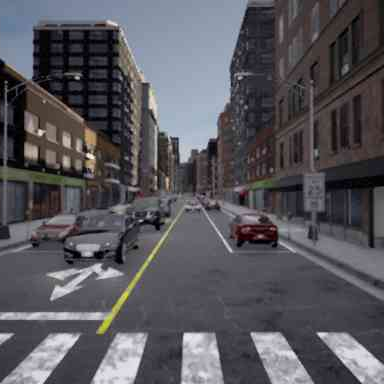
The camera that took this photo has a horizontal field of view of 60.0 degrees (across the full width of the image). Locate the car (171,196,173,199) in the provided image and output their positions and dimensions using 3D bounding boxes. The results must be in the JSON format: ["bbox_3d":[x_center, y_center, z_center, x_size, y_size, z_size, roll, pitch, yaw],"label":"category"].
[{"bbox_3d":[-5.656,1.982,71.272,1.802,1.307,4.206,1,0,0],"label":"car"}]

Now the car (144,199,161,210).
[{"bbox_3d":[-5.724,1.833,48.929,2.008,1.369,4.403,1,0,0],"label":"car"}]

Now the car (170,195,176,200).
[{"bbox_3d":[-5.636,1.743,76.859,2.192,1.841,5.009,1,0,0],"label":"car"}]

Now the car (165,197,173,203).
[{"bbox_3d":[-5.621,1.980,82.274,1.752,1.417,4.829,1,0,0],"label":"car"}]

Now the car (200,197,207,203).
[{"bbox_3d":[2.925,2.010,88.175,1.752,1.417,4.829,1,0,0],"label":"car"}]

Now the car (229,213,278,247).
[{"bbox_3d":[2.718,1.637,15.391,1.887,1.381,4.507,1,0,0],"label":"car"}]

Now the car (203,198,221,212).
[{"bbox_3d":[2.797,1.835,43.319,1.802,1.307,4.206,1,0,0],"label":"car"}]

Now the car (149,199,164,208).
[{"bbox_3d":[-5.707,1.878,54.514,1.947,1.339,4.313,1,0,0],"label":"car"}]

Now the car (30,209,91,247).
[{"bbox_3d":[-5.827,1.673,15.414,1.802,1.307,4.206,1,0,0],"label":"car"}]

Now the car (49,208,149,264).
[{"bbox_3d":[-3.057,1.564,12.199,2.128,1.511,4.902,0,0,0],"label":"car"}]

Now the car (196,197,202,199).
[{"bbox_3d":[0.146,1.865,52.161,1.994,1.385,4.181,0,0,0],"label":"car"}]

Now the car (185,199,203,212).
[{"bbox_3d":[0.118,1.848,42.187,1.895,1.301,4.718,0,0,0],"label":"car"}]

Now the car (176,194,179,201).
[{"bbox_3d":[-5.584,1.824,93.616,2.192,1.841,5.009,1,0,0],"label":"car"}]

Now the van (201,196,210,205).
[{"bbox_3d":[2.879,1.742,71.248,1.690,1.788,3.998,1,0,0],"label":"van"}]

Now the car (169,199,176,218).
[{"bbox_3d":[-2.996,1.743,33.108,2.033,1.411,5.357,0,0,0],"label":"car"}]

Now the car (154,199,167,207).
[{"bbox_3d":[-5.690,1.907,60.100,1.947,1.339,4.313,1,0,0],"label":"car"}]

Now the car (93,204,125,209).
[{"bbox_3d":[-5.810,1.690,21.000,1.947,1.339,4.313,1,0,0],"label":"car"}]

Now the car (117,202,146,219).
[{"bbox_3d":[-5.776,1.740,32.172,2.008,1.369,4.403,1,0,0],"label":"car"}]

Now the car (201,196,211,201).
[{"bbox_3d":[2.815,1.724,48.905,1.967,1.590,4.097,1,0,0],"label":"car"}]

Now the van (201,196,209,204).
[{"bbox_3d":[2.895,1.770,76.834,1.690,1.788,3.998,1,0,0],"label":"van"}]

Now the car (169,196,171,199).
[{"bbox_3d":[-5.673,1.895,65.516,1.752,1.417,4.829,1,0,0],"label":"car"}]

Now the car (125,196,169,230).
[{"bbox_3d":[-3.027,1.355,22.448,2.150,2.045,5.566,0,0,0],"label":"car"}]

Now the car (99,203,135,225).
[{"bbox_3d":[-5.793,1.682,26.416,1.752,1.417,4.829,1,0,0],"label":"car"}]
